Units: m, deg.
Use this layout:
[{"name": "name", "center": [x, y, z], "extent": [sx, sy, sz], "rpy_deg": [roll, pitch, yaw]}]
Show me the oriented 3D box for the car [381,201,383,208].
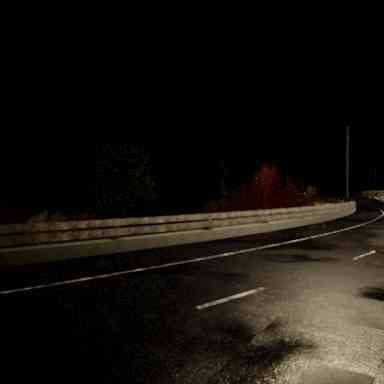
[{"name": "car", "center": [28.863, 1.733, 48.432], "extent": [1.994, 1.385, 4.181], "rpy_deg": [0, 0, 23]}]
